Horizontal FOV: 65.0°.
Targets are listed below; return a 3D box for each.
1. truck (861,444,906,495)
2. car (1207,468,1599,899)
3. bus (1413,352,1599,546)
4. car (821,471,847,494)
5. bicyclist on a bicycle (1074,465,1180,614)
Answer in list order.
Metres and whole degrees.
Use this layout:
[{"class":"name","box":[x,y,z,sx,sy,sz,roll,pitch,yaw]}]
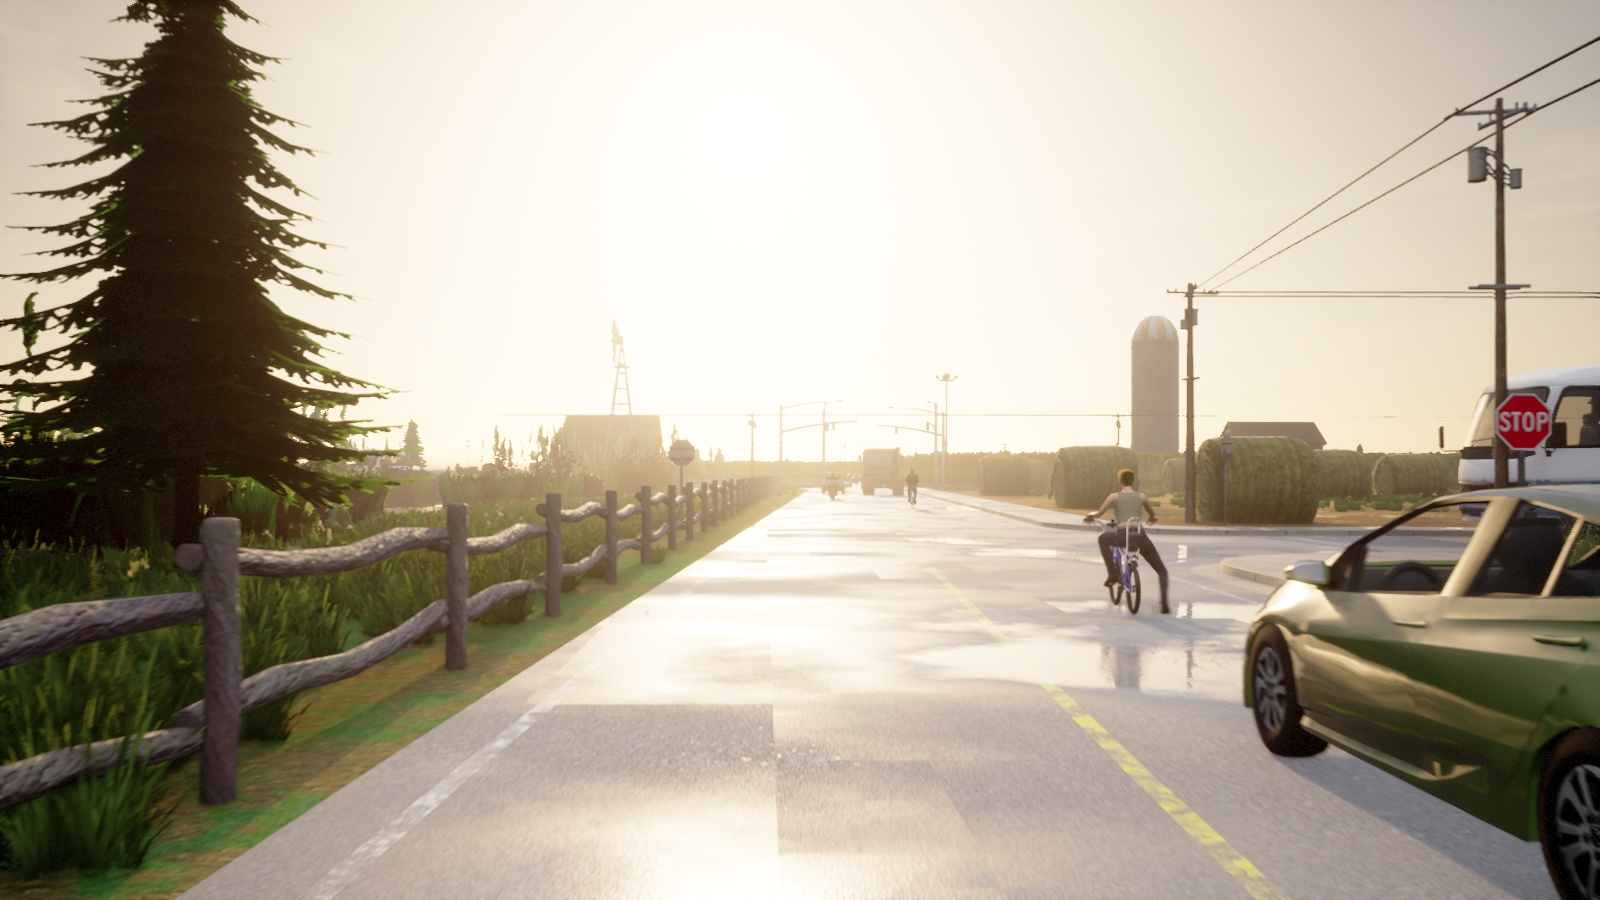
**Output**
[{"class":"truck","box":[5.914,1.419,90.061,2.891,3.462,7.936,0,-1,2]},{"class":"car","box":[3.521,0.843,5.564,2.007,1.525,4.514,0,-1,1]},{"class":"bus","box":[20.774,-0.079,29.944,10.273,4.253,3.944,-1,-1,-1]},{"class":"car","box":[2.479,2.352,92.245,1.851,1.617,3.988,0,-1,2]},{"class":"bicyclist on a bicycle","box":[3.714,0.990,14.396,0.866,1.612,1.509,0,-1,3]}]
